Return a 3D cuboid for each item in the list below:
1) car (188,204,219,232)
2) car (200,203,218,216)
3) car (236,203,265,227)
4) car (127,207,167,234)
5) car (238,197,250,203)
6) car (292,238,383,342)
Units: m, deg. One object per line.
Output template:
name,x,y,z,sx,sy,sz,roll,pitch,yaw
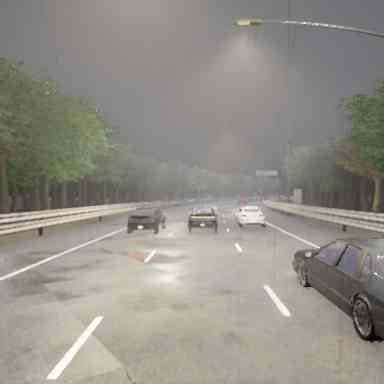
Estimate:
car,0.776,1.750,22.125,2.128,1.511,4.902,0,-1,3
car,2.111,2.051,39.355,1.895,1.301,4.718,0,-1,6
car,4.347,1.823,25.098,1.812,1.442,4.674,0,-1,4
car,-2.781,1.749,21.177,1.837,1.490,4.892,0,-1,3
car,13.607,2.214,88.742,2.150,2.045,5.566,0,-1,13
car,3.571,1.629,6.525,2.033,1.411,5.357,0,-1,1
